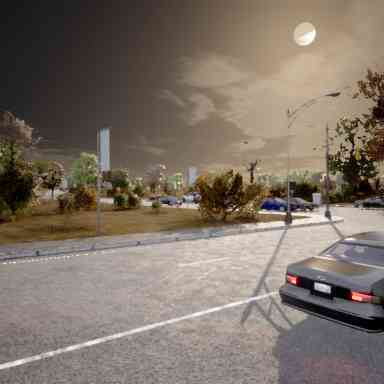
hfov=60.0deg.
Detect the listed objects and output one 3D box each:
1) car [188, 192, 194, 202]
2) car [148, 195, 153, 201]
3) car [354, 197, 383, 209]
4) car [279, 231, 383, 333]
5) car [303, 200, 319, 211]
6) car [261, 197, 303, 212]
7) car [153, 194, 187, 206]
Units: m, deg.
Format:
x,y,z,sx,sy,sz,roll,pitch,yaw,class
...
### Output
x,y,z,sx,sy,sz,roll,pitch,yaw,class
0.247,0.997,63.476,2.150,2.045,5.566,-1,0,-39,car
-7.825,1.261,73.344,1.882,1.535,5.008,-1,0,-38,car
21.047,1.257,37.791,2.128,1.511,4.902,-1,0,-39,car
4.064,1.529,6.673,5.357,1.411,2.033,0,0,-36,car
11.656,1.364,37.947,2.033,1.411,5.357,-1,0,-39,car
8.876,1.319,35.813,1.882,1.535,5.008,-1,0,-40,car
-3.428,1.340,51.032,2.128,1.511,4.902,-1,0,-39,car
